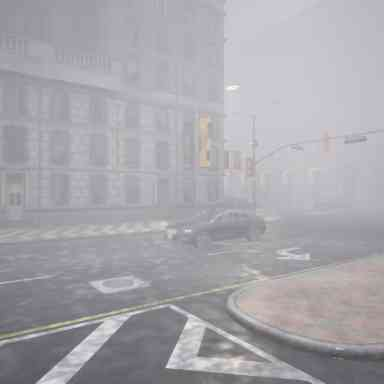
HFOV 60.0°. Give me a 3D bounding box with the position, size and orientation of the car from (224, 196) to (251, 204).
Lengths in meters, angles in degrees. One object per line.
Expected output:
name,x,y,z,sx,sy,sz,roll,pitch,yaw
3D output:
car,5.030,1.352,43.812,2.097,1.767,4.553,0,0,-35

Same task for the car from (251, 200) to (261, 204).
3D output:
car,7.284,1.547,46.668,2.033,1.411,5.357,0,0,-36

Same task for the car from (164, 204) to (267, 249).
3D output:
car,1.129,1.491,14.582,4.902,1.511,2.128,0,0,-35

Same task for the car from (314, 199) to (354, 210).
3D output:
car,18.377,1.601,43.367,1.895,1.301,4.718,0,0,-37
